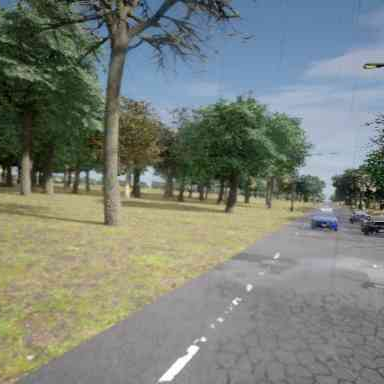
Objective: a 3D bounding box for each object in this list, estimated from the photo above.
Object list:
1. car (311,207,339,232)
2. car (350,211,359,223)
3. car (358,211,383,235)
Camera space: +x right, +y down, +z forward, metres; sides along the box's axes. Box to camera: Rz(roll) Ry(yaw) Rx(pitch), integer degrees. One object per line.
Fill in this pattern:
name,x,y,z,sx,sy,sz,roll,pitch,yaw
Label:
car,10.721,2.264,26.904,1.882,1.535,5.008,3,0,22
car,19.116,2.853,37.964,1.812,1.442,4.674,3,0,22
car,13.940,2.457,25.077,1.837,1.490,4.892,3,0,22
